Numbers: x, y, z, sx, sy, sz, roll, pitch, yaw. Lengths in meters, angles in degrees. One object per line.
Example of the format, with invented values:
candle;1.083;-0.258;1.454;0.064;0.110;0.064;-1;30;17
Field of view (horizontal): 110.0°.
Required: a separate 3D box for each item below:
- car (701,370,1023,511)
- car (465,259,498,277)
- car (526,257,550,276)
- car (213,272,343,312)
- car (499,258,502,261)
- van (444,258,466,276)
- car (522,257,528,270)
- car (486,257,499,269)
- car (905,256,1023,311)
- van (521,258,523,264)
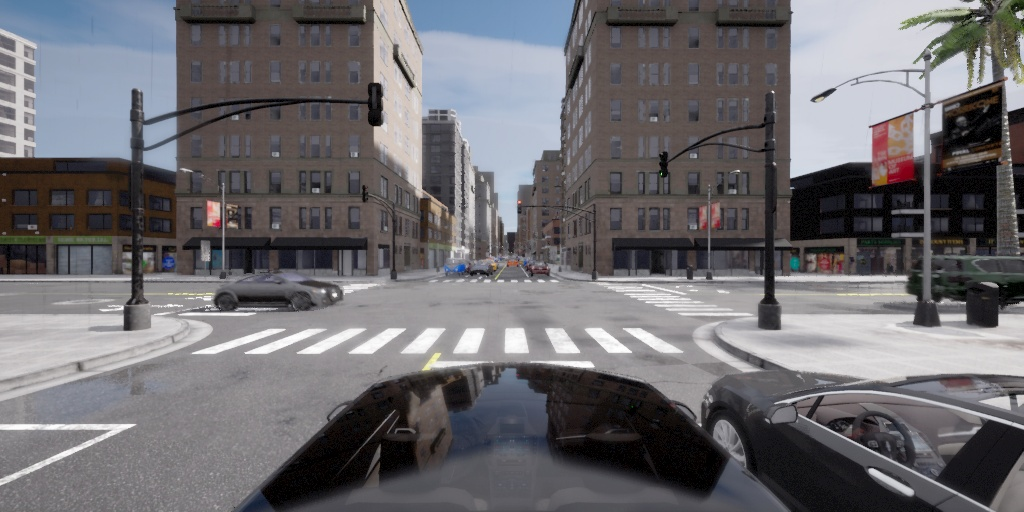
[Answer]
car;2.668;1.300;1.749;2.007;1.370;4.403;0;0;0
car;-2.997;1.299;36.608;2.033;1.411;5.357;0;0;4
car;2.743;1.192;36.399;1.967;1.591;4.097;0;0;0
car;-8.750;1.306;13.639;4.181;1.385;1.994;0;0;0
car;-2.968;1.354;56.228;1.895;1.301;4.718;0;0;0
van;-5.782;1.093;36.418;1.690;1.789;3.998;0;0;0
car;2.771;1.193;47.737;1.967;1.591;4.097;0;0;0
car;-3.001;1.231;46.309;1.882;1.535;5.008;0;0;0
car;18.713;1.008;13.839;5.566;2.045;2.150;0;0;0
van;2.799;1.093;59.076;1.690;1.789;3.998;0;0;0
